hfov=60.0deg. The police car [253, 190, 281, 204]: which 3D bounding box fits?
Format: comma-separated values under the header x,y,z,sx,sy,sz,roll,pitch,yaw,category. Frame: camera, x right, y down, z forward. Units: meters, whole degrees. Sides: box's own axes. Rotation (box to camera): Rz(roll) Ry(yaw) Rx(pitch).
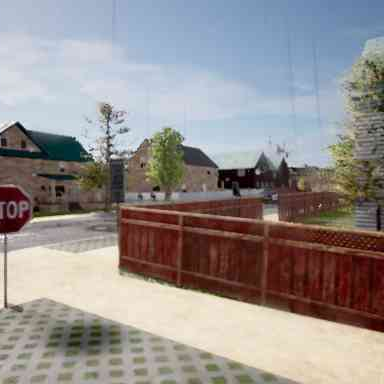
x,y,z,sx,sy,sz,roll,pitch,yaw,category
8.647,0.552,38.338,2.038,1.542,4.974,0,1,36,police car
